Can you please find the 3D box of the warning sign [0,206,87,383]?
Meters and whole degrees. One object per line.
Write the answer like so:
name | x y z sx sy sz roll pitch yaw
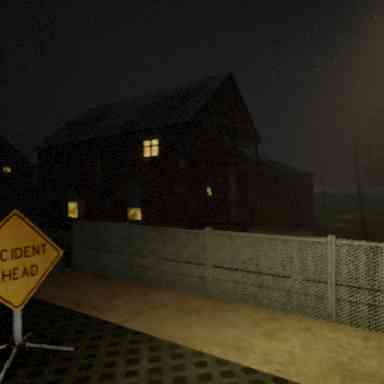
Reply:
warning sign | -2.248 1.149 4.250 1.060 1.860 1.300 -2 0 36
